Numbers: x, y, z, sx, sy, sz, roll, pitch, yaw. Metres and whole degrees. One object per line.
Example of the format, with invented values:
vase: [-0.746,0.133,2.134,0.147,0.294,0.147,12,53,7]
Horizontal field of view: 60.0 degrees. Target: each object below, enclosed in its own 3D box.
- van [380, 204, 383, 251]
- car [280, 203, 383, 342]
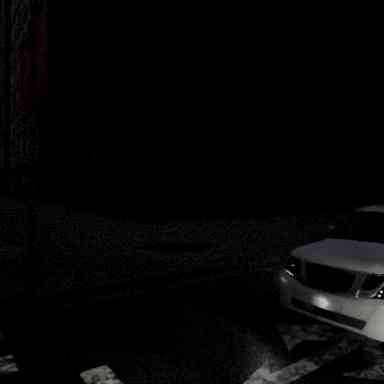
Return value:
van: [9.412,1.386,13.338,3.998,1.788,1.690,0,0,-35]
car: [4.133,1.235,6.314,5.566,2.045,2.150,0,0,-35]
